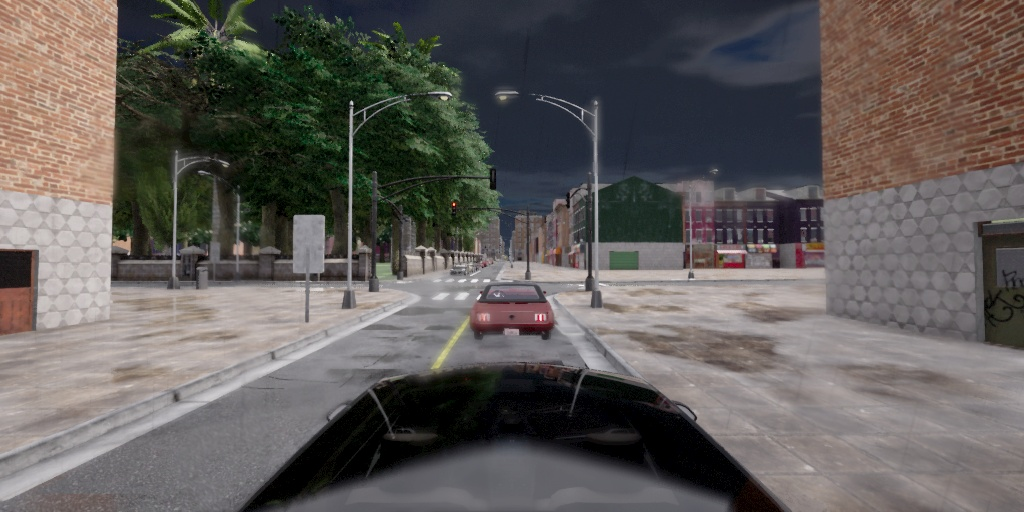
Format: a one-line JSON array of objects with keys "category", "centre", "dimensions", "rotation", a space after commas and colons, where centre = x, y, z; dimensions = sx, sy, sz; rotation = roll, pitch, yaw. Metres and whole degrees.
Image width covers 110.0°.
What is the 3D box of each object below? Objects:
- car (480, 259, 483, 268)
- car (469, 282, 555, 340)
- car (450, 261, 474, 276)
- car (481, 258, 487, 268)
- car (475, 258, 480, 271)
[{"category": "car", "centre": [-5.627, 1.373, 50.996], "dimensions": [1.948, 1.339, 4.313], "rotation": [0, 0, 0]}, {"category": "car", "centre": [0.025, 1.355, 9.940], "dimensions": [1.895, 1.301, 4.718], "rotation": [0, 0, 0]}, {"category": "car", "centre": [-5.547, 1.334, 38.411], "dimensions": [2.007, 1.370, 4.403], "rotation": [0, 0, 0]}, {"category": "car", "centre": [-5.721, 1.420, 61.895], "dimensions": [1.802, 1.307, 4.207], "rotation": [0, 0, 0]}, {"category": "car", "centre": [-5.581, 1.347, 45.546], "dimensions": [2.007, 1.370, 4.403], "rotation": [0, 0, 0]}]
